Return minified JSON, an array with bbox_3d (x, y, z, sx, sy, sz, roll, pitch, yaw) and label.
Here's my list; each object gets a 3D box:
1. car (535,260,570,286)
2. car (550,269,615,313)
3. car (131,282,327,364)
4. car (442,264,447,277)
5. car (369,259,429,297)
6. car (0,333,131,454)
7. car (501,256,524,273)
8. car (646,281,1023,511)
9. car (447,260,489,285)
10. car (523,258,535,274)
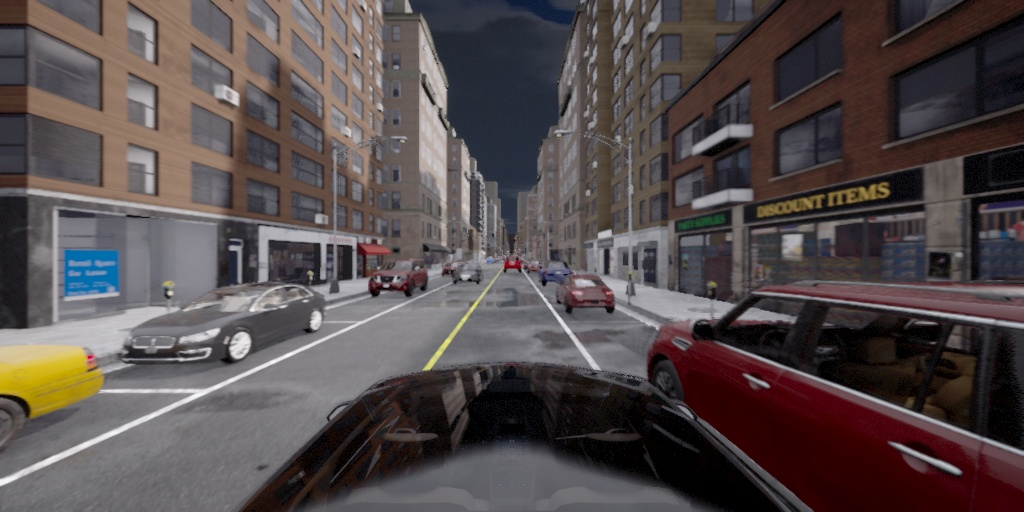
[{"bbox_3d":[3.004,1.101,25.380,2.097,1.767,4.553,0,0,0],"label":"car"},{"bbox_3d":[2.670,1.331,13.616,1.802,1.307,4.207,0,0,0],"label":"car"},{"bbox_3d":[-5.857,1.300,8.006,2.007,1.370,4.403,0,0,0],"label":"car"},{"bbox_3d":[-5.852,1.297,35.984,1.888,1.381,4.507,0,0,0],"label":"car"},{"bbox_3d":[-5.854,1.064,19.197,2.192,1.841,5.009,0,0,0],"label":"car"},{"bbox_3d":[-5.858,1.275,2.240,1.751,1.417,4.829,0,0,0],"label":"car"},{"bbox_3d":[0.060,0.976,44.605,2.150,2.045,5.566,0,0,0],"label":"car"},{"bbox_3d":[2.668,1.065,2.428,2.192,1.841,5.009,0,0,0],"label":"car"},{"bbox_3d":[-3.094,1.241,26.147,2.128,1.511,4.902,0,0,0],"label":"car"},{"bbox_3d":[2.675,1.193,41.587,1.967,1.591,4.097,0,0,0],"label":"car"}]
